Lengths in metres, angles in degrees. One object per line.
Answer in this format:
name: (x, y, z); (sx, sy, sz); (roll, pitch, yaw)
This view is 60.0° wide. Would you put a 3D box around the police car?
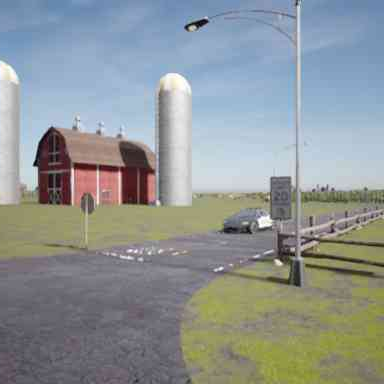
police car: (3.754, 1.804, 21.431); (2.038, 1.542, 4.974); (0, -1, 35)
